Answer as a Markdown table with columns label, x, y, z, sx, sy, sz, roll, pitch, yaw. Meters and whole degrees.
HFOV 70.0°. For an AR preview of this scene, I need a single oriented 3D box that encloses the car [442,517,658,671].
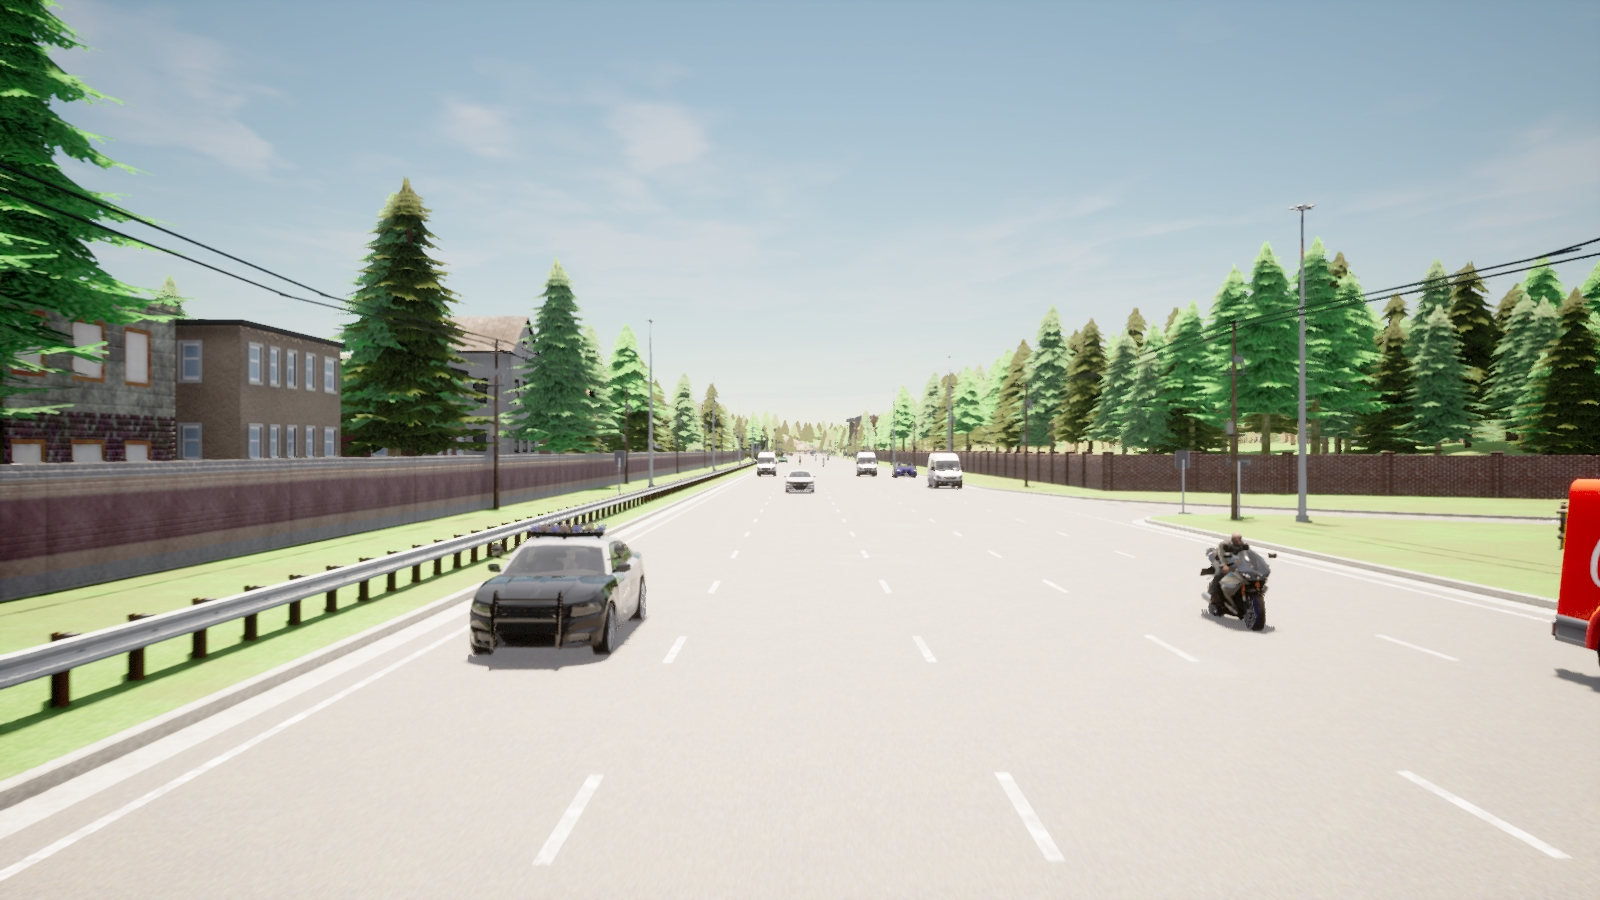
| label | x | y | z | sx | sy | sz | roll | pitch | yaw |
| --- | --- | --- | --- | --- | --- | --- | --- | --- | --- |
| car | -3.501 | 1.982 | 17.121 | 2.097 | 1.638 | 5.238 | 0 | 0 | 0 |

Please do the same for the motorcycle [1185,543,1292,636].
| label | x | y | z | sx | sy | sz | roll | pitch | yaw |
| --- | --- | --- | --- | --- | --- | --- | --- | --- | --- |
| motorcycle | 7.023 | 2.205 | 18.433 | 0.867 | 1.251 | 2.209 | 0 | -1 | 0 |

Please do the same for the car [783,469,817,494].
| label | x | y | z | sx | sy | sz | roll | pitch | yaw |
| --- | --- | --- | --- | --- | --- | --- | --- | --- | --- |
| car | -0.003 | 2.034 | 74.840 | 2.097 | 1.535 | 5.006 | 0 | 0 | 0 |

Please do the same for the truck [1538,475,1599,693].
| label | x | y | z | sx | sy | sz | roll | pitch | yaw |
| --- | --- | --- | --- | --- | --- | --- | --- | --- | --- |
| truck | 10.379 | 1.566 | 11.572 | 2.627 | 2.467 | 5.204 | 1 | 0 | 3 |
